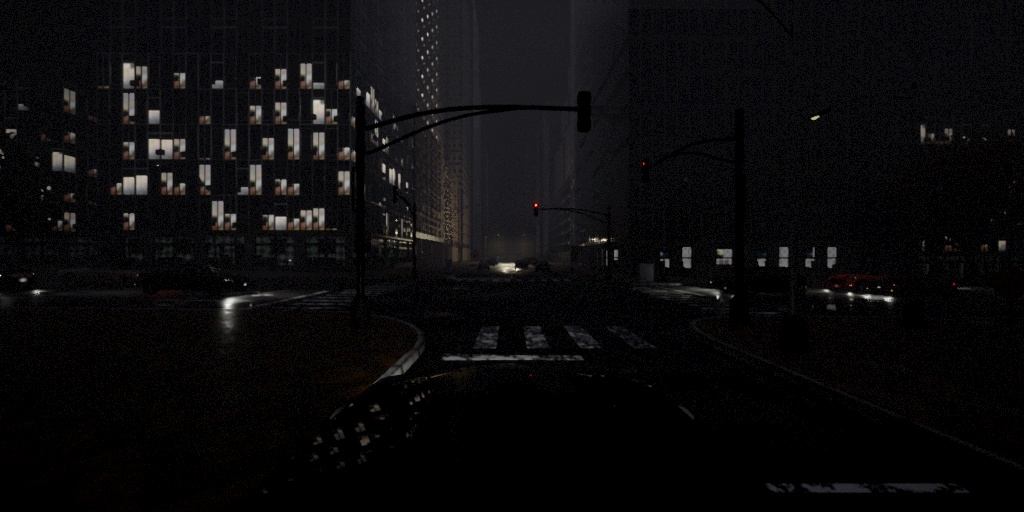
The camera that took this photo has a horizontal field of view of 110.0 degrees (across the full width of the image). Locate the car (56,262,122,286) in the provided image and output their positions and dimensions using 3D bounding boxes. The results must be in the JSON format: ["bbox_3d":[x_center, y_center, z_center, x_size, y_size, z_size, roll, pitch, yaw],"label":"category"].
[{"bbox_3d":[-22.080,0.969,20.052,4.718,1.301,1.895,1,0,-3],"label":"car"}]

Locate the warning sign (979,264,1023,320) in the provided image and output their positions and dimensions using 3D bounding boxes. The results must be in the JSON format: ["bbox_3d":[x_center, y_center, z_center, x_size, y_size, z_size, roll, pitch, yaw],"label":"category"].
[{"bbox_3d":[17.275,1.204,12.413,1.060,1.860,1.300,0,0,-3],"label":"warning sign"}]

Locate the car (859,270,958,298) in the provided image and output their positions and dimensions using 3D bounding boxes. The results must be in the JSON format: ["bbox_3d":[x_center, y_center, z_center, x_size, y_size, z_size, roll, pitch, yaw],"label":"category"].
[{"bbox_3d":[24.664,1.781,22.207,4.181,1.385,1.994,1,0,-2],"label":"car"}]

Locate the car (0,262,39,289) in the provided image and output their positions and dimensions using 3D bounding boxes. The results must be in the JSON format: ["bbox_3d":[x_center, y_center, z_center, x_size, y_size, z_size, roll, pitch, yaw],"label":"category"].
[{"bbox_3d":[-25.045,0.807,16.460,4.902,1.511,2.128,1,0,-3],"label":"car"}]

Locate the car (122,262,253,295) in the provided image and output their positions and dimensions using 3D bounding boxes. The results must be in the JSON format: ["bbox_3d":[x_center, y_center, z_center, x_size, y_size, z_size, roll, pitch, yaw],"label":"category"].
[{"bbox_3d":[-14.950,1.025,16.927,4.674,1.442,1.812,1,0,-1],"label":"car"}]

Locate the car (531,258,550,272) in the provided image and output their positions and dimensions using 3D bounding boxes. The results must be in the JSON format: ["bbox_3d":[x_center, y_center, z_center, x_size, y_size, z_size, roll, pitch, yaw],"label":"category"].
[{"bbox_3d":[3.927,1.327,46.215,1.948,1.339,4.313,0,0,0],"label":"car"}]

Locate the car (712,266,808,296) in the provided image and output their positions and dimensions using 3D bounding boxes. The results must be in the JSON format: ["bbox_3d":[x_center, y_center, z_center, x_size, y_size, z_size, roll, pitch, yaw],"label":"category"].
[{"bbox_3d":[15.141,1.399,21.774,4.553,1.767,2.097,1,0,-3],"label":"car"}]

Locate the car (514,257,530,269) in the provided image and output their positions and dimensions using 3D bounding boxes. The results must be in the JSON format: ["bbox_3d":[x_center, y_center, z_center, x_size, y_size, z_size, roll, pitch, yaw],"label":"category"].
[{"bbox_3d":[1.368,1.233,55.580,1.882,1.535,5.008,0,0,0],"label":"car"}]

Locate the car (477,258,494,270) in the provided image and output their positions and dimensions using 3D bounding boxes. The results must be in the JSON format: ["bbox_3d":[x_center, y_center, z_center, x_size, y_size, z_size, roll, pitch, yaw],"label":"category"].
[{"bbox_3d":[-4.026,1.340,51.708,1.802,1.307,4.207,0,0,0],"label":"car"}]

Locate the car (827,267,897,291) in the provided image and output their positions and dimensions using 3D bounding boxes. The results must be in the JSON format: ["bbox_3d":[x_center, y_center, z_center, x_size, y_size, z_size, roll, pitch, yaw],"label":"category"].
[{"bbox_3d":[25.229,1.578,25.494,4.553,1.767,2.097,1,0,-3],"label":"car"}]

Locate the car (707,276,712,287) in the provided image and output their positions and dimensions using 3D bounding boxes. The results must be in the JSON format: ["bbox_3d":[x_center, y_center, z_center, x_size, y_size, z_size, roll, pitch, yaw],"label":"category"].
[{"bbox_3d":[16.187,1.590,25.076,4.674,1.442,1.812,1,0,-3],"label":"car"}]
